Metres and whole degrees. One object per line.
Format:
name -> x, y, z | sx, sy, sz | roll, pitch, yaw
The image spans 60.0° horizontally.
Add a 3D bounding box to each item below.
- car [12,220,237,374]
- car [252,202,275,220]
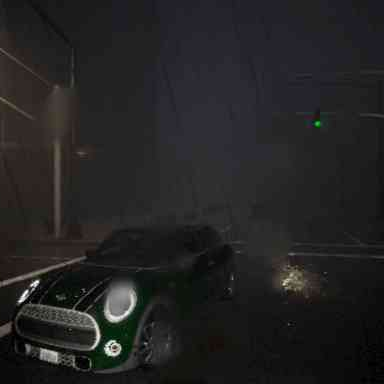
car -> -0.771, 1.391, 6.034 | 2.097, 1.767, 4.553 | -2, -1, 25
car -> 6.710, 1.682, 31.099 | 2.128, 1.511, 4.902 | -1, 0, 16
